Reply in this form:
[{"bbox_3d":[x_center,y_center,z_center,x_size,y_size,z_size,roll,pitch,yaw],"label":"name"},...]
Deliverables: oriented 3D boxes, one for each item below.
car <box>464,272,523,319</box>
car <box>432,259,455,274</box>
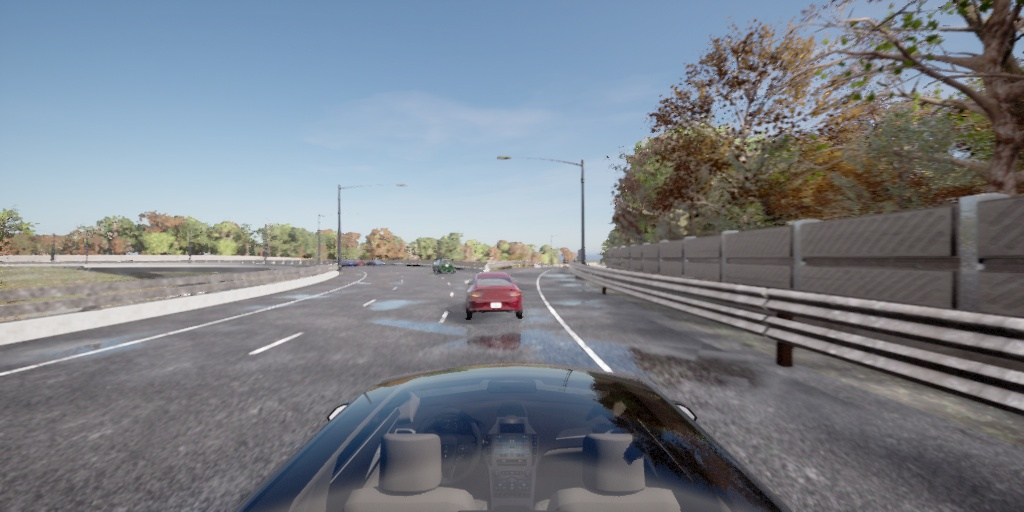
[{"bbox_3d":[-0.714,1.291,12.841,1.812,1.442,4.674,0,0,-6],"label":"car"},{"bbox_3d":[-8.386,1.184,43.751,2.097,1.767,4.553,0,0,-22],"label":"car"}]
